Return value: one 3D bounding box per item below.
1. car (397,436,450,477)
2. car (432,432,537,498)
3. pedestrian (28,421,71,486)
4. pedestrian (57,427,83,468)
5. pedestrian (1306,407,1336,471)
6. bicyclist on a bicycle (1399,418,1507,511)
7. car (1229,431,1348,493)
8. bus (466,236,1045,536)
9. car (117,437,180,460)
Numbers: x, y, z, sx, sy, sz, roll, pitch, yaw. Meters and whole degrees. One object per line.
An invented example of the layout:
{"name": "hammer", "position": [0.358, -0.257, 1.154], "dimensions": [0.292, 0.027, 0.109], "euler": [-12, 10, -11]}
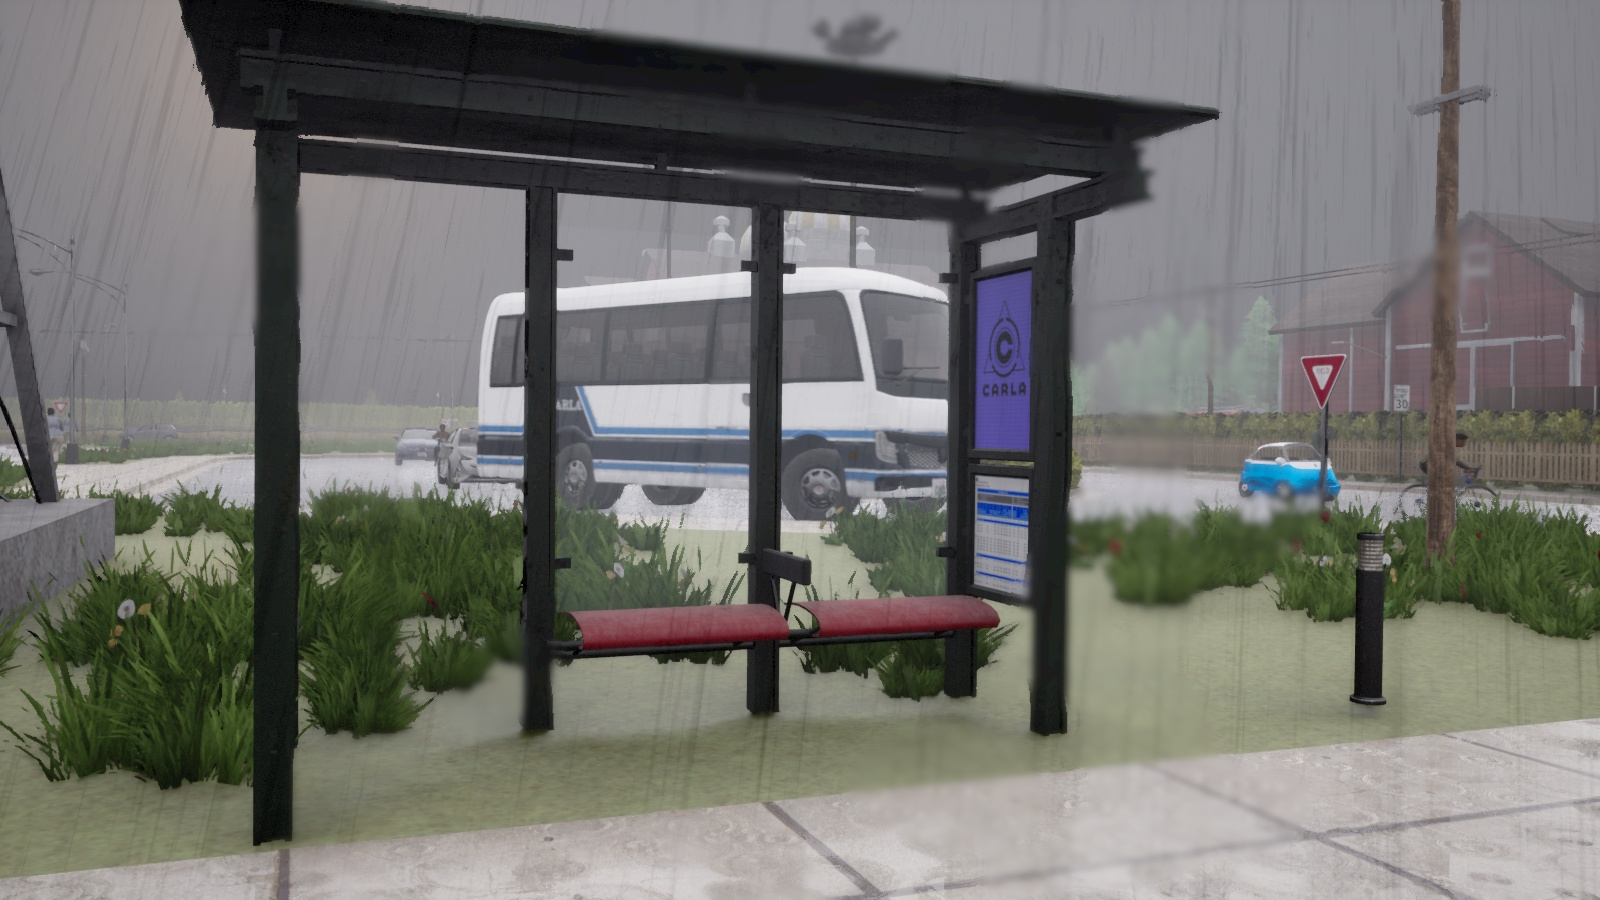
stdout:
{"name": "car", "position": [-14.554, 0.194, 48.406], "dimensions": [1.812, 1.442, 4.674], "euler": [-1, 1, -18]}
{"name": "car", "position": [-8.070, 0.314, 31.816], "dimensions": [2.007, 1.525, 4.514], "euler": [-1, 1, -21]}
{"name": "pedestrian", "position": [-22.051, 0.094, 36.902], "dimensions": [0.874, 1.855, 0.900], "euler": [-2, 1, -44]}
{"name": "pedestrian", "position": [-33.663, -0.125, 57.922], "dimensions": [0.874, 1.855, 0.900], "euler": [-1, 1, -23]}
{"name": "pedestrian", "position": [15.847, -0.339, 38.205], "dimensions": [0.423, 1.949, 0.788], "euler": [-1, 1, -22]}
{"name": "bicyclist on a bicycle", "position": [11.834, 0.252, 22.802], "dimensions": [1.656, 1.620, 0.582], "euler": [0, 4, 20]}
{"name": "car", "position": [11.382, 0.252, 29.359], "dimensions": [1.481, 1.376, 2.207], "euler": [-1, 1, -21]}
{"name": "bus", "position": [-1.182, -0.932, 22.539], "dimensions": [10.273, 4.253, 3.944], "euler": [0, 1, 39]}
{"name": "car", "position": [-44.951, -0.113, 86.722], "dimensions": [3.633, 1.501, 1.845], "euler": [-1, 1, -21]}
